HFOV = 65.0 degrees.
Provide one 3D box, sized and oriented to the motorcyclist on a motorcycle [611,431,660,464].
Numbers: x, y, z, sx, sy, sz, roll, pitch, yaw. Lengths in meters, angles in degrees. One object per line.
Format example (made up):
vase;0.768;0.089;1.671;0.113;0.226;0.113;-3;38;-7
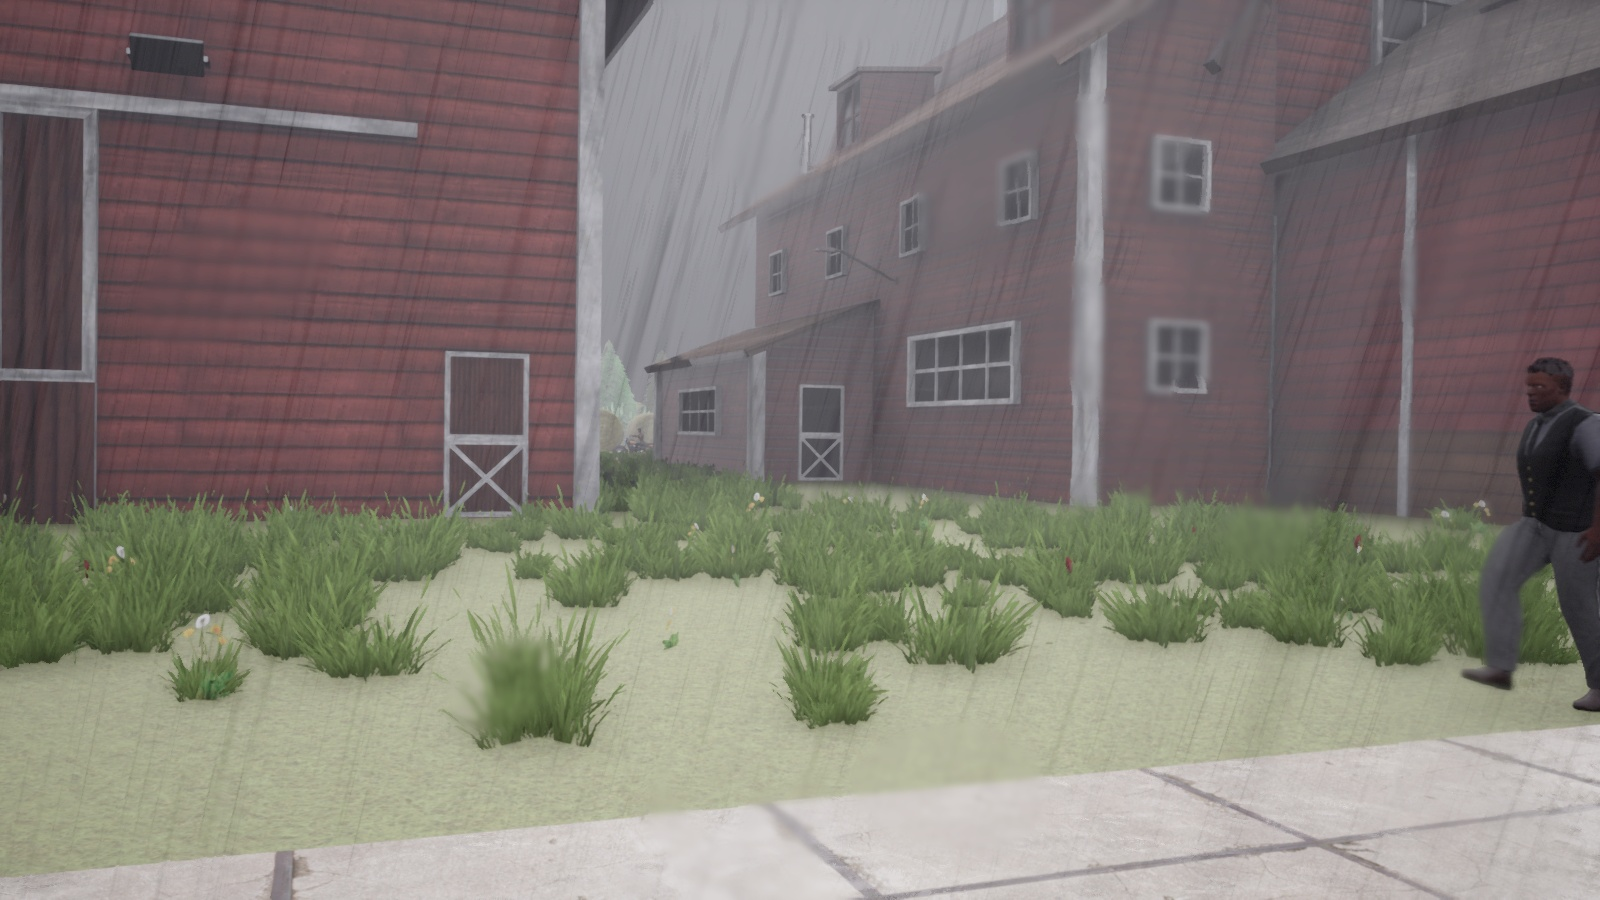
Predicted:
motorcyclist on a motorcycle;-8.329;-0.148;63.612;2.350;1.649;0.766;-1;1;-21

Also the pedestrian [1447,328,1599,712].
pedestrian;3.914;0.338;6.483;0.849;1.883;0.563;0;1;-7
